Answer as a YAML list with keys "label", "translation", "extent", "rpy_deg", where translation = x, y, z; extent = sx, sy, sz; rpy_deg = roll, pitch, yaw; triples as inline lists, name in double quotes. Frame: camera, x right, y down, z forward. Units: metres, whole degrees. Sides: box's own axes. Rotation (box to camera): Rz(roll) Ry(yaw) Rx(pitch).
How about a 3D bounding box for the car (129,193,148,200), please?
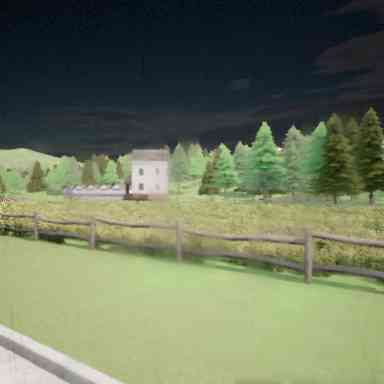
- label: "car"
  translation: [-11.886, 1.263, 74.585]
  extent: [4.605, 1.855, 1.932]
  rpy_deg: [0, 0, 36]
